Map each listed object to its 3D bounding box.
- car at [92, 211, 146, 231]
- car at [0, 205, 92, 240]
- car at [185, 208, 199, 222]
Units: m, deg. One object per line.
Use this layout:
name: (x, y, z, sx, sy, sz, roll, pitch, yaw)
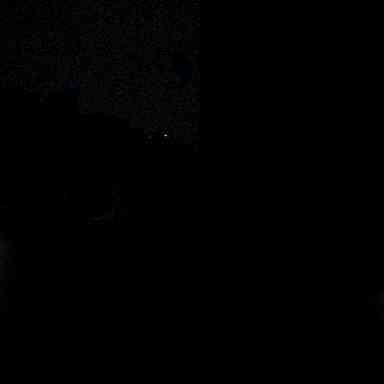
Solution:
car: (-5.317, 1.957, 23.695, 1.752, 1.417, 4.829, -1, -2, 36)
car: (-8.653, 1.641, 19.060, 2.192, 1.841, 5.009, -1, -2, 36)
car: (1.056, 2.198, 32.562, 1.947, 1.339, 4.313, -1, -2, 36)
